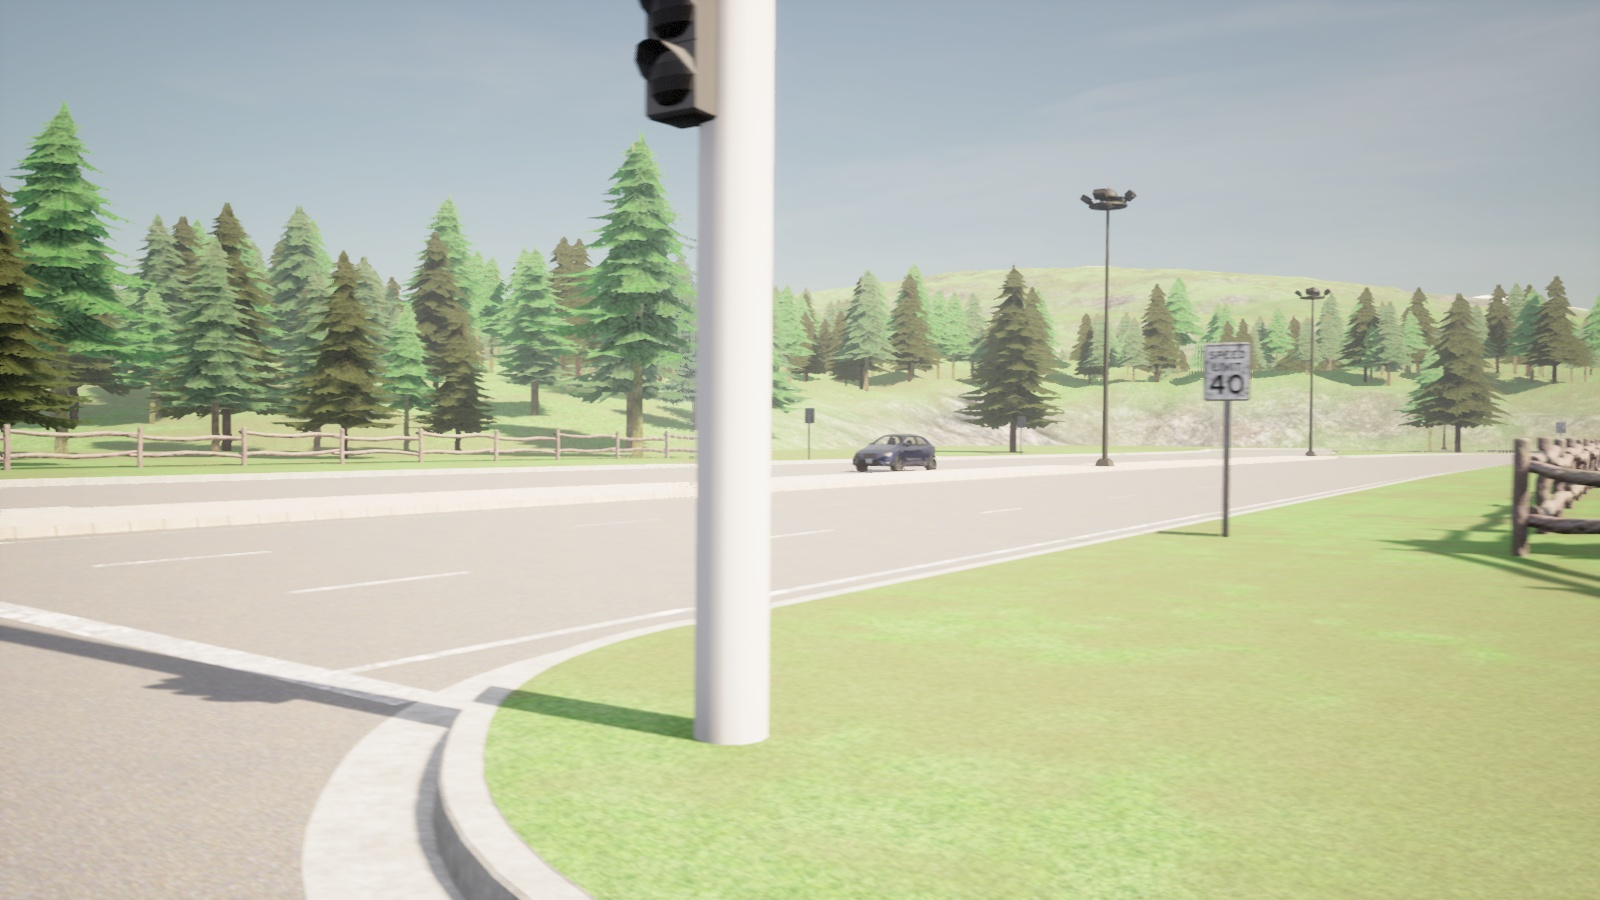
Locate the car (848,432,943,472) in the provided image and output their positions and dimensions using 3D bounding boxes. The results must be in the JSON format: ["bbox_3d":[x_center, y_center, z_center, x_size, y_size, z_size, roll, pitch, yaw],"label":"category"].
[{"bbox_3d":[3.726,0.052,48.316,1.816,1.474,4.193,0,1,33],"label":"car"}]
